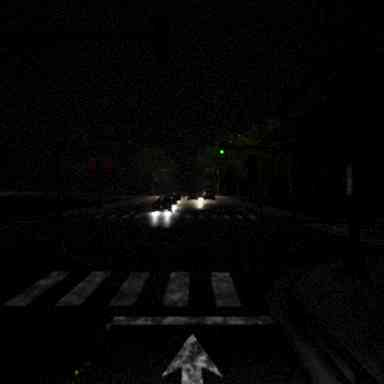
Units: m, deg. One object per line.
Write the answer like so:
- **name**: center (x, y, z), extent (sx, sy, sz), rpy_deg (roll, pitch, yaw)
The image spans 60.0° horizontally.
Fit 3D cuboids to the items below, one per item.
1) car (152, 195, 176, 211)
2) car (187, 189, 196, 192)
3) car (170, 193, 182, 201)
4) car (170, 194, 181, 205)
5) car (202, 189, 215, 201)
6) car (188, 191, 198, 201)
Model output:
- **car**: center (-3.068, 1.286, 35.177), extent (1.994, 1.385, 4.181), rpy_deg (0, 1, 0)
- **car**: center (0.139, 0.442, 75.911), extent (2.150, 2.045, 5.566), rpy_deg (0, 0, 0)
- **car**: center (-3.080, 1.025, 64.661), extent (2.033, 1.411, 5.357), rpy_deg (0, 1, 0)
- **car**: center (-3.103, 1.112, 47.606), extent (2.128, 1.511, 4.902), rpy_deg (0, 0, 0)
- **car**: center (3.420, 0.821, 65.856), extent (2.097, 1.767, 4.553), rpy_deg (0, 0, 0)
- **car**: center (0.170, 1.032, 65.878), extent (1.994, 1.385, 4.181), rpy_deg (0, 0, 0)
